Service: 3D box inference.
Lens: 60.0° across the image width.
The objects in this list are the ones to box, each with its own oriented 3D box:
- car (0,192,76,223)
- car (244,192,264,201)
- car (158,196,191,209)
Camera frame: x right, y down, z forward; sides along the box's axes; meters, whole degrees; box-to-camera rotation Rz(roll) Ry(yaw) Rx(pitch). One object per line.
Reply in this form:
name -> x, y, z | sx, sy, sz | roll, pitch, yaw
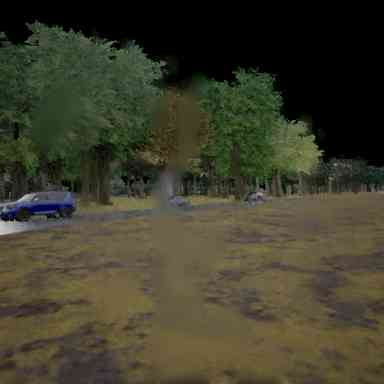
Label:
car -> -11.194, 1.036, 24.300 | 2.150, 2.045, 5.566 | -3, -1, 34
car -> 10.280, 0.755, 54.581 | 1.837, 1.490, 4.892 | -3, -1, 36
car -> -1.981, 1.124, 37.370 | 1.994, 1.385, 4.181 | -3, 0, 35
